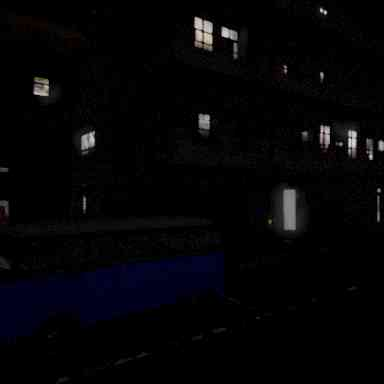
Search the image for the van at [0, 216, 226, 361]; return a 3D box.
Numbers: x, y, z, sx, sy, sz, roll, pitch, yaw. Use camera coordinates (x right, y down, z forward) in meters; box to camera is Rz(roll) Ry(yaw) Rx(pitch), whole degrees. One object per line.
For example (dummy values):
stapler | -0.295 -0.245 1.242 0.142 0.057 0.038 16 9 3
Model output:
van | -1.296 1.341 5.640 3.998 1.788 1.690 0 0 -35
